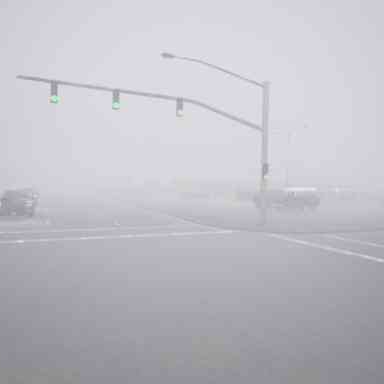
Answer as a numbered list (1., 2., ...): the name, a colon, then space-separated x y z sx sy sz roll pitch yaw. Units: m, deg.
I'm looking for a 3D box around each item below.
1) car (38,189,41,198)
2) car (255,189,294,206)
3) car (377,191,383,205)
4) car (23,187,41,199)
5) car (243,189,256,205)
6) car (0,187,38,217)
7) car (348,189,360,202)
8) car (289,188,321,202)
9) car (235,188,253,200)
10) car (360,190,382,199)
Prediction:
1. car: -15.584 0.389 31.150 2.097 1.767 4.553 1 1 -24
2. car: 10.719 0.747 43.076 3.806 1.475 1.970 1 1 -23
3. car: 26.868 1.043 43.763 3.806 1.475 1.970 1 1 -23
4. car: -22.344 0.082 46.619 2.128 1.511 4.902 1 1 -23
5. car: 9.575 0.639 45.733 3.905 1.438 1.784 1 1 -23
6. car: -11.585 0.653 22.039 2.097 1.767 4.553 1 1 -24
7. car: 35.040 0.684 68.860 3.806 1.475 1.970 1 1 -23
8. car: 20.103 0.353 59.234 4.605 1.855 1.932 1 1 -23
9. car: 8.471 0.357 48.172 4.605 1.855 1.932 1 1 -23
10. car: 36.181 0.522 66.193 3.866 1.878 1.905 1 1 -23
